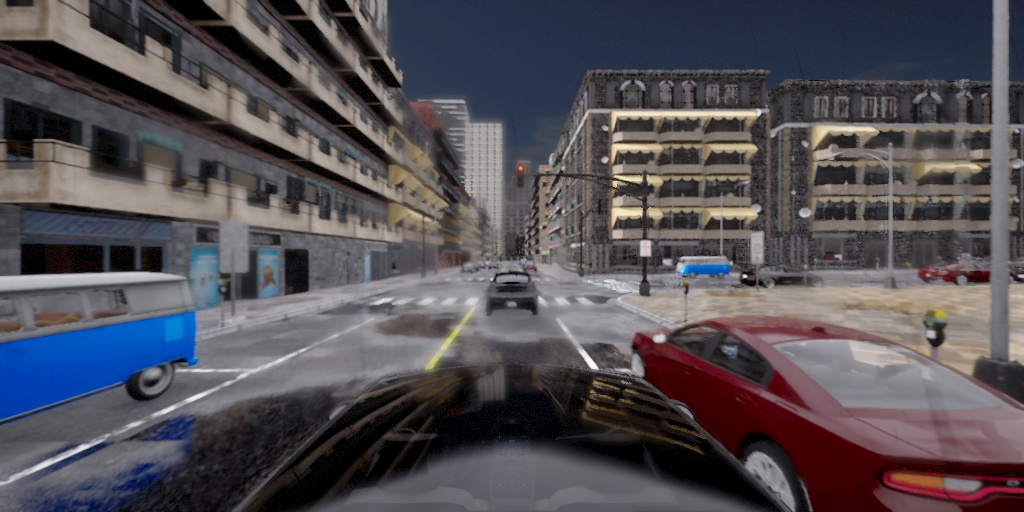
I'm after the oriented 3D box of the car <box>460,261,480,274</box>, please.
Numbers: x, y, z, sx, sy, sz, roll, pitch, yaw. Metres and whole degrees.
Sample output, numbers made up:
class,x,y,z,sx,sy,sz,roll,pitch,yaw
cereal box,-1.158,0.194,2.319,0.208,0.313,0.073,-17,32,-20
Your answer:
class,x,y,z,sx,sy,sz,roll,pitch,yaw
car,-5.733,1.579,47.330,2.007,1.370,4.403,0,0,0

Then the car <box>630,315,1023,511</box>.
class,x,y,z,sx,sy,sz,roll,pitch,yaw
car,2.686,1.308,3.862,1.888,1.381,4.507,0,0,0

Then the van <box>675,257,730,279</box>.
class,x,y,z,sx,sy,sz,roll,pitch,yaw
van,15.629,0.949,29.468,3.998,1.789,1.690,0,0,-1

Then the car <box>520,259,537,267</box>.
class,x,y,z,sx,sy,sz,roll,pitch,yaw
car,2.642,1.505,52.860,1.967,1.591,4.097,0,0,0

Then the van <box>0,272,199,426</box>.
class,x,y,z,sx,sy,sz,roll,pitch,yaw
van,-5.695,1.103,3.855,1.690,1.789,3.998,0,0,0

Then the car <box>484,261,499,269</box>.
class,x,y,z,sx,sy,sz,roll,pitch,yaw
car,-3.093,1.664,60.653,2.033,1.411,5.357,0,0,1

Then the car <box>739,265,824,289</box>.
class,x,y,z,sx,sy,sz,roll,pitch,yaw
car,15.755,1.193,21.088,4.313,1.339,1.948,0,0,-1

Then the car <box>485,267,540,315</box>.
class,x,y,z,sx,sy,sz,roll,pitch,yaw
car,0.022,1.326,13.886,1.837,1.490,4.892,0,0,0

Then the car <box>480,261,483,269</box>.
class,x,y,z,sx,sy,sz,roll,pitch,yaw
car,-5.739,1.630,52.857,1.948,1.339,4.313,0,0,0

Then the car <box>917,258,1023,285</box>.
class,x,y,z,sx,sy,sz,roll,pitch,yaw
car,26.890,0.998,21.256,4.507,1.381,1.888,0,0,-1
